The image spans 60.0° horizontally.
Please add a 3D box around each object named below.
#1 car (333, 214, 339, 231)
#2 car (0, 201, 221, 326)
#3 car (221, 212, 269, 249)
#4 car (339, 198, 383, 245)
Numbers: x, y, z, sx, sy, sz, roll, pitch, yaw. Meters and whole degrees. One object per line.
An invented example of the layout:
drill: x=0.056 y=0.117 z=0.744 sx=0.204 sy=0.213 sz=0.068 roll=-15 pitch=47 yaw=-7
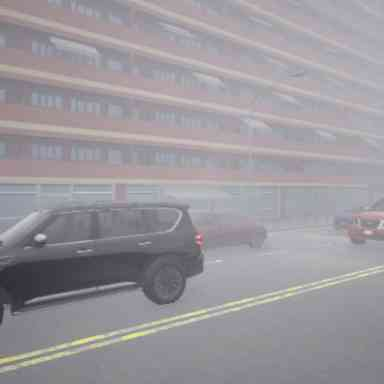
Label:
car: x=10.254 y=1.476 z=19.391 sx=5.008 sy=1.535 sz=1.882 roll=0 pitch=0 yaw=-34
car: x=-2.333 y=1.221 z=6.619 sx=5.566 sy=2.045 sz=2.150 roll=0 pitch=0 yaw=-34
car: x=1.000 y=1.525 z=13.104 sx=4.674 sy=1.442 sz=1.812 roll=0 pitch=0 yaw=-34
car: x=9.064 y=1.222 z=14.357 sx=5.566 sy=2.045 sz=2.150 roll=0 pitch=0 yaw=-34
